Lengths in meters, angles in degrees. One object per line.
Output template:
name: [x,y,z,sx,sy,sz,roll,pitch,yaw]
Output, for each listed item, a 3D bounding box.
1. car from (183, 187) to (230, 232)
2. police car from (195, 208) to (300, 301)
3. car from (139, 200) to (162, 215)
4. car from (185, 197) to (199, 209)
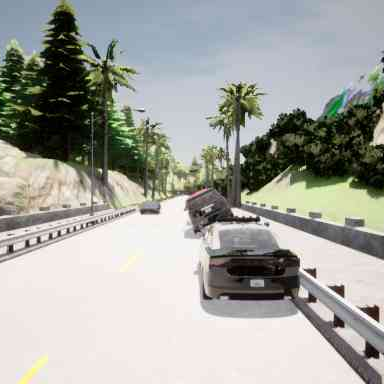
car: [0.818,0.955,18.435,2.150,2.045,5.566,-25,0,0]
police car: [1.158,1.425,8.521,1.930,1.638,5.238,0,0,0]
car: [-4.105,1.547,33.933,2.033,1.411,5.357,0,0,0]
car: [0.026,1.505,45.254,1.837,1.490,4.892,0,0,0]
